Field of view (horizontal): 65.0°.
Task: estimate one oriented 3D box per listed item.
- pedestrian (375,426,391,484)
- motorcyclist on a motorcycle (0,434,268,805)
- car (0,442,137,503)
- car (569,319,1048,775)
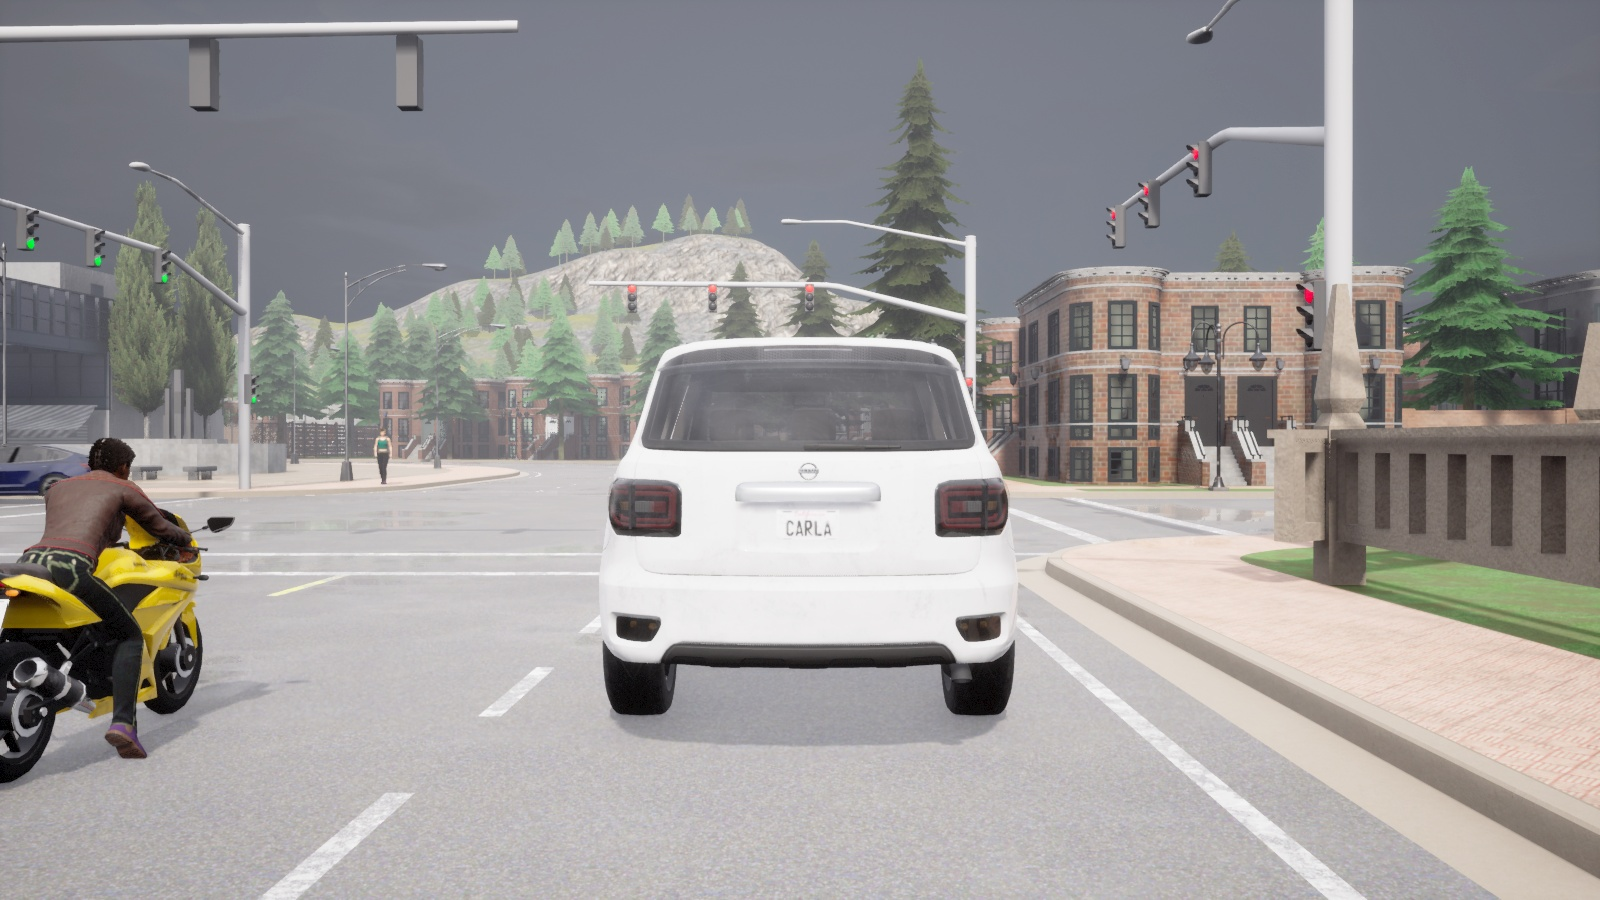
[{"bbox_3d":[-13.375,0.167,40.271,0.345,1.836,0.594,0,0,-6],"label":"pedestrian"},{"bbox_3d":[-3.453,0.691,6.178,0.797,1.523,2.044,0,0,0],"label":"motorcyclist on a motorcycle"},{"bbox_3d":[-19.715,0.551,31.709,4.792,1.488,2.163,0,0,0],"label":"car"},{"bbox_3d":[0.058,0.418,8.421,2.150,2.045,5.566,0,0,0],"label":"car"}]
